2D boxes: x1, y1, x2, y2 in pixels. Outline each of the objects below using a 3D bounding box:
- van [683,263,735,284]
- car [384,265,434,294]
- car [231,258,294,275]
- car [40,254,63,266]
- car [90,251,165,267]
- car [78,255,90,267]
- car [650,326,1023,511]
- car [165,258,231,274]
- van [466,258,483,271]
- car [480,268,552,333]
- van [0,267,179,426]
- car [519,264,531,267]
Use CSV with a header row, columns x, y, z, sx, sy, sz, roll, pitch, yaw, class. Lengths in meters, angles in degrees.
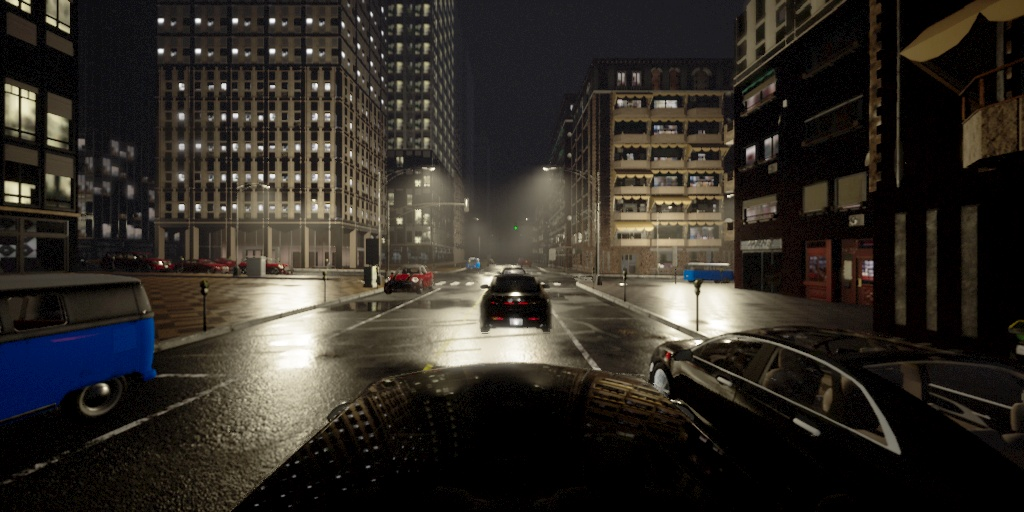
x,y,z,sx,sy,sz,roll,pitch,yaw,class
16.915,1.525,30.837,3.998,1.789,1.690,0,0,0,van
-5.688,1.235,20.123,1.967,1.591,4.097,0,0,0,car
-21.144,0.890,30.892,4.097,1.591,1.967,0,0,0,car
-49.102,0.486,39.213,4.313,1.339,1.948,0,0,0,car
-32.292,0.550,30.868,5.009,1.841,2.192,0,0,0,car
-43.696,0.553,39.225,4.829,1.417,1.751,0,0,0,car
2.692,1.304,3.176,2.007,1.370,4.403,0,0,0,car
-26.718,0.925,30.880,4.207,1.307,1.802,0,0,0,car
-5.685,1.224,52.597,1.690,1.789,3.998,0,0,0,van
0.102,1.278,10.787,1.837,1.490,4.892,0,0,0,car
-5.688,1.094,3.177,1.690,1.789,3.998,0,0,0,van
0.101,1.362,20.945,1.994,1.385,4.181,0,0,0,car
